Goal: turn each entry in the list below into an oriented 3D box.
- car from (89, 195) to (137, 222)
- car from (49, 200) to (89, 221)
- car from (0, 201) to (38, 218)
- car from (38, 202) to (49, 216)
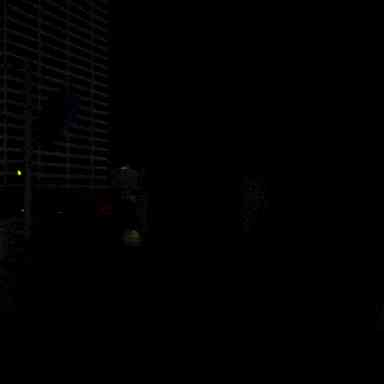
[{"bbox_3d":[-5.389,1.347,26.340,2.097,1.767,4.553,0,0,35],"label":"car"},{"bbox_3d":[-9.014,1.557,27.282,1.994,1.385,4.181,0,0,35],"label":"car"},{"bbox_3d":[-15.458,1.539,30.638,2.033,1.411,5.357,0,0,35],"label":"car"},{"bbox_3d":[-11.085,1.470,30.754,1.882,1.535,5.008,0,0,35],"label":"car"}]
